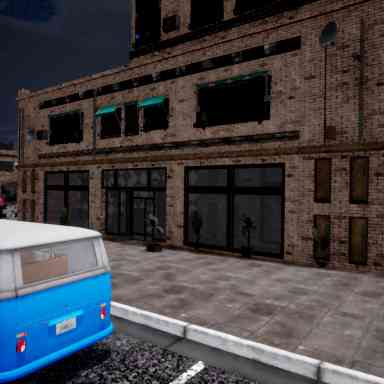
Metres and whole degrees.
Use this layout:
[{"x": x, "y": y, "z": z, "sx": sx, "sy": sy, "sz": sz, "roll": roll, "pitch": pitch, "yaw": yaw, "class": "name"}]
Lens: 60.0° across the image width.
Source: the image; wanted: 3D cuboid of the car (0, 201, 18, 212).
[{"x": -16.117, "y": 1.793, "z": 31.264, "sx": 1.947, "sy": 1.339, "sz": 4.313, "roll": 0, "pitch": 0, "yaw": 36, "class": "car"}]

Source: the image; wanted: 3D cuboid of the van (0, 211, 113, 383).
[{"x": -2.989, "y": 1.340, "z": 4.993, "sx": 3.998, "sy": 1.788, "sz": 1.690, "roll": 0, "pitch": 1, "yaw": 36, "class": "van"}]

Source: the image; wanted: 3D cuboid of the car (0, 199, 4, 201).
[{"x": -21.779, "y": 1.684, "z": 33.341, "sx": 1.994, "sy": 1.385, "sz": 4.181, "roll": 1, "pitch": 0, "yaw": 36, "class": "car"}]

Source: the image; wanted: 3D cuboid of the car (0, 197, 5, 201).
[{"x": -22.870, "y": 1.411, "z": 36.222, "sx": 2.192, "sy": 1.841, "sz": 5.009, "roll": 0, "pitch": 0, "yaw": 36, "class": "car"}]
